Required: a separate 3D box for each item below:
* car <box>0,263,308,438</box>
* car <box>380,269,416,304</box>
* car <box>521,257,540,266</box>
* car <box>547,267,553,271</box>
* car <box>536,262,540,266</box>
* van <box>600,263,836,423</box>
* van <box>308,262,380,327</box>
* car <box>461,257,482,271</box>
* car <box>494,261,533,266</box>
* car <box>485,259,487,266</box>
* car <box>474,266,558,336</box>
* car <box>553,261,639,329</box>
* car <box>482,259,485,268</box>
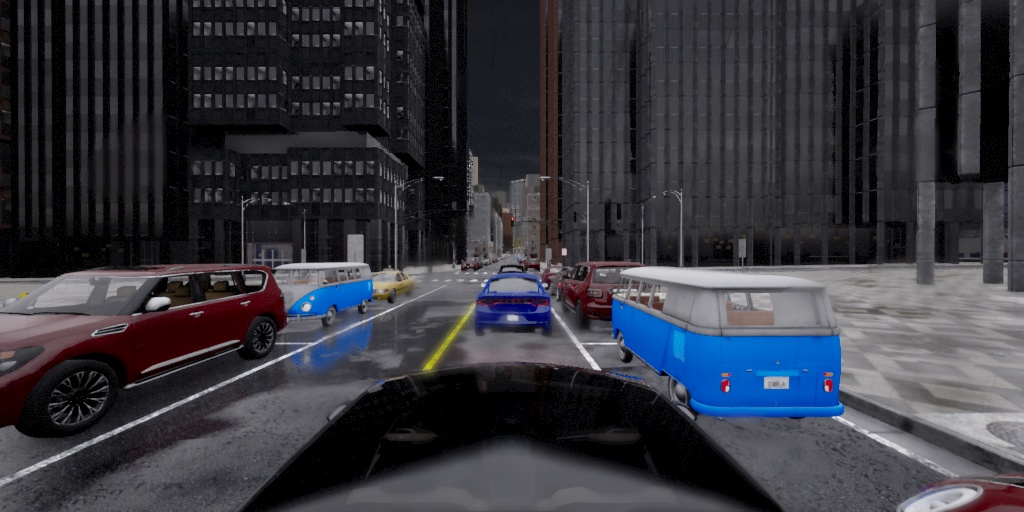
[{"bbox_3d":[-5.765,1.064,5.612,2.192,1.841,5.009,0,0,0],"label":"car"},{"bbox_3d":[-5.761,1.276,16.491,1.751,1.417,4.829,0,0,0],"label":"car"},{"bbox_3d":[2.770,1.084,49.214,2.192,1.841,5.009,0,0,0],"label":"car"},{"bbox_3d":[2.766,1.301,16.649,2.007,1.370,4.403,0,0,0],"label":"car"},{"bbox_3d":[2.766,1.297,22.174,1.888,1.381,4.507,0,0,0],"label":"car"},{"bbox_3d":[2.767,1.091,5.598,1.690,1.789,3.998,0,0,0],"label":"van"},{"bbox_3d":[-5.763,1.091,11.137,1.690,1.789,3.998,0,0,0],"label":"van"},{"bbox_3d":[-5.755,1.084,49.225,2.192,1.841,5.009,0,0,0],"label":"car"},{"bbox_3d":[0.004,1.257,20.783,1.837,1.490,4.892,0,0,0],"label":"car"},{"bbox_3d":[-5.753,1.348,60.511,1.948,1.339,4.313,0,0,0],"label":"car"},{"bbox_3d":[0.060,1.228,10.412,1.882,1.535,5.008,0,0,1],"label":"car"},{"bbox_3d":[2.767,1.065,11.123,2.192,1.841,5.009,0,0,0],"label":"car"},{"bbox_3d":[-5.754,1.090,54.869,2.192,1.841,5.009,0,0,0],"label":"car"}]
